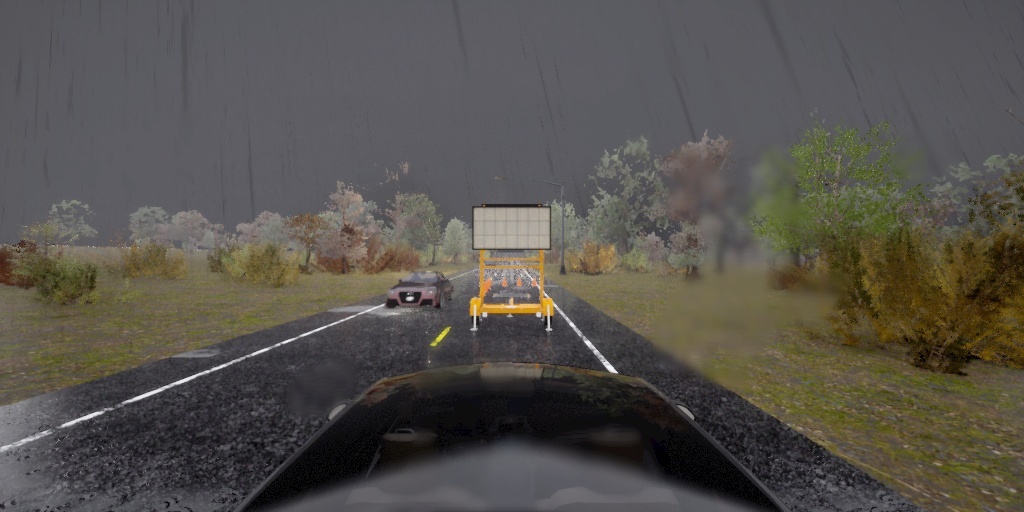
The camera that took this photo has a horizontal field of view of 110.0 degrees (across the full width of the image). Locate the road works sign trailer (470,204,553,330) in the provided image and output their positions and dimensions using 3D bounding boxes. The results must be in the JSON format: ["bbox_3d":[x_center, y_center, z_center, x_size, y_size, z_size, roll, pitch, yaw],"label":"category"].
[{"bbox_3d":[-0.006,0.216,11.049,2.380,3.560,2.880,0,0,0],"label":"road works sign trailer"}]

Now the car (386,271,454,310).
[{"bbox_3d":[-3.608,1.316,14.681,1.994,1.385,4.181,0,0,0],"label":"car"}]

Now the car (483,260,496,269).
[{"bbox_3d":[-3.535,1.269,57.120,1.837,1.490,4.892,0,0,0],"label":"car"}]
